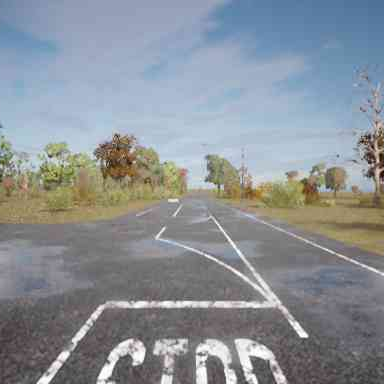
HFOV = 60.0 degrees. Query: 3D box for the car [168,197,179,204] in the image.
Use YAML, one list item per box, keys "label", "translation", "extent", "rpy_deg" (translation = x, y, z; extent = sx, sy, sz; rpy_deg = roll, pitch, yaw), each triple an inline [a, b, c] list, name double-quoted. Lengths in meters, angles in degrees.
- label: "car"
  translation: [-3.475, 1.570, 61.776]
  extent: [1.895, 1.301, 4.718]
  rpy_deg: [0, 0, 0]
